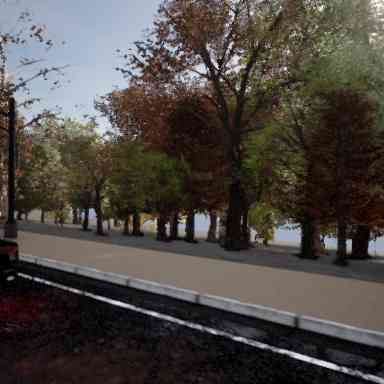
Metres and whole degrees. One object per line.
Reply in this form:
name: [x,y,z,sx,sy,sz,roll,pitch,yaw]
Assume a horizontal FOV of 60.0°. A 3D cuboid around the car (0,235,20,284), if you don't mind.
car: [-6.191,1.418,8.120,5.008,1.535,1.882,0,0,36]
